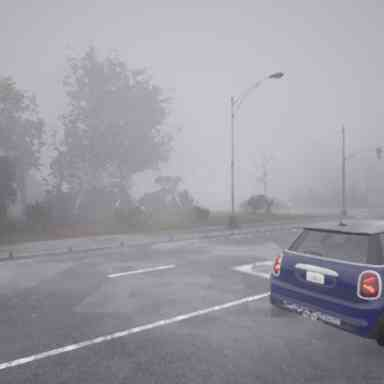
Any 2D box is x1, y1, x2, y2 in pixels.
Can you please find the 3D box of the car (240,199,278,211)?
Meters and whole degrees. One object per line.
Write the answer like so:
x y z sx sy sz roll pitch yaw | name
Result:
8.003 1.678 41.629 1.837 1.490 4.892 0 -2 -32 | car

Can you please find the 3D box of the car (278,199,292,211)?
10.873 1.651 43.640 2.128 1.511 4.902 0 -2 -32 | car

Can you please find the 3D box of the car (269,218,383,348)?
3.615 1.302 6.292 4.553 1.767 2.097 -1 0 -35 | car

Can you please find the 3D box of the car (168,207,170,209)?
-4.590 2.706 61.817 2.097 1.767 4.553 0 -3 -32 | car
